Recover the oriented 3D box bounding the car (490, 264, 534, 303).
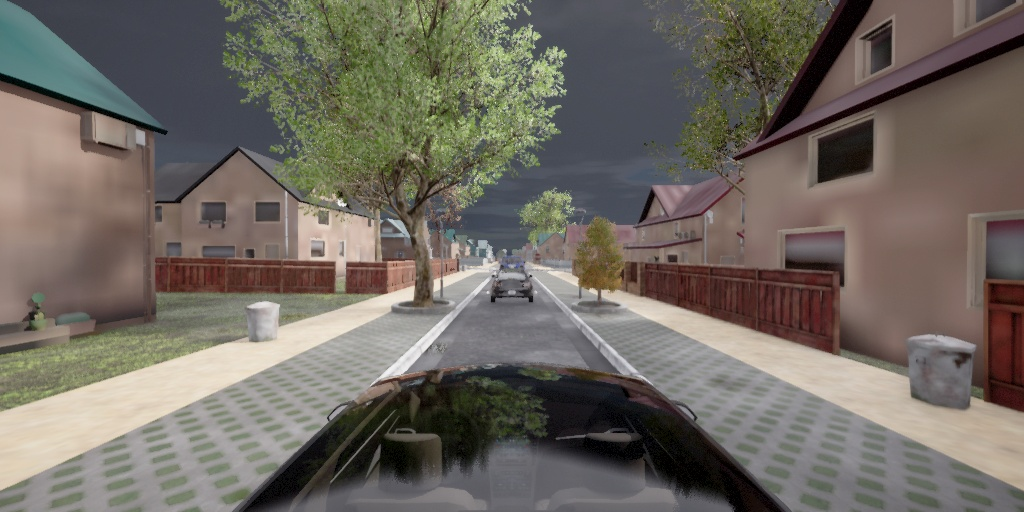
[{"bbox_3d":[0.000,1.281,16.501,1.812,1.442,4.674,0,0,0],"label":"car"}]

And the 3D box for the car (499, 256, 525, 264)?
[{"bbox_3d":[0.000,1.016,31.532,2.150,2.045,5.566,0,0,0],"label":"car"}]
